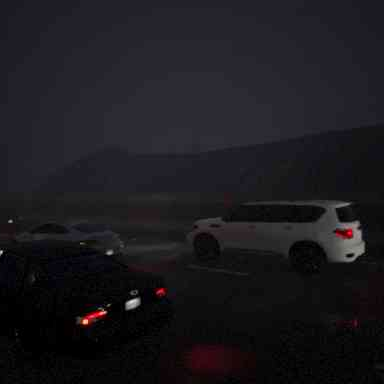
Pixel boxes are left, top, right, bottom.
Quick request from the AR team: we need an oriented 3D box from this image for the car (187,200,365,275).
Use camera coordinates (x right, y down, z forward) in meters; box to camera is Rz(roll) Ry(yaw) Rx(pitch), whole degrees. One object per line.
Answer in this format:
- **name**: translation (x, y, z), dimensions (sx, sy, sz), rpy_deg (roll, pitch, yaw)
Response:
- **car**: translation (2.485, 1.271, 10.818), dimensions (5.566, 2.045, 2.150), rpy_deg (-1, 0, 35)

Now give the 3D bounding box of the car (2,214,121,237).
- **car**: translation (-4.352, 1.641, 11.399), dimensions (4.674, 1.442, 1.812), rpy_deg (-1, 0, 35)

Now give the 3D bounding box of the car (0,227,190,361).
- **car**: translation (-2.852, 1.613, 6.026), dimensions (5.357, 1.411, 2.033), rpy_deg (-1, 0, 35)

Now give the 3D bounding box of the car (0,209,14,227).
- **car**: translation (-12.898, 1.827, 21.795), dimensions (4.181, 1.385, 1.994), rpy_deg (-1, 0, 36)
